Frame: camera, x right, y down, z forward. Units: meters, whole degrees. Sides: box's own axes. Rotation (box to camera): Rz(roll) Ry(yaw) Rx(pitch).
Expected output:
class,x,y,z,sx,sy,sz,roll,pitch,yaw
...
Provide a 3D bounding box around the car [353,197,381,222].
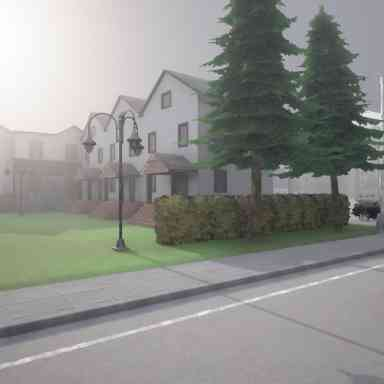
class,x,y,z,sx,sy,sz,roll,pitch,yaw
car,13.402,1.300,22.328,2.128,1.511,4.902,0,0,-35

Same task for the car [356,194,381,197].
class,x,y,z,sx,sy,sz,roll,pitch,yaw
car,26.486,1.097,48.752,1.932,1.855,4.605,0,0,-36
